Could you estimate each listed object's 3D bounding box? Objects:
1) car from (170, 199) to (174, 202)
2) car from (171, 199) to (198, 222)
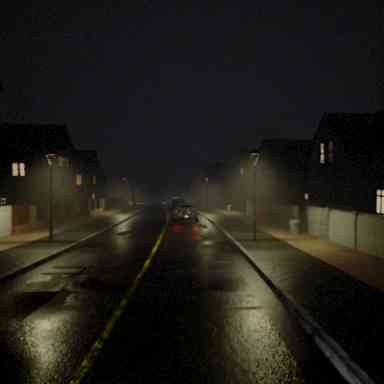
[{"bbox_3d":[-1.745,1.569,42.535,1.882,1.535,5.008,0,0,-5],"label":"car"},{"bbox_3d":[-0.521,1.545,26.251,1.812,1.442,4.674,0,0,-3],"label":"car"}]
